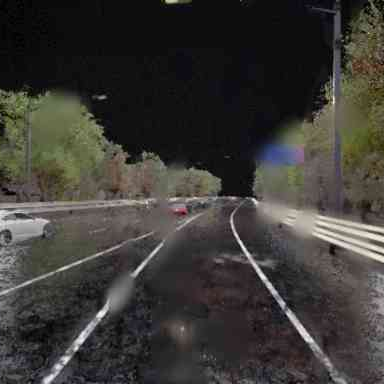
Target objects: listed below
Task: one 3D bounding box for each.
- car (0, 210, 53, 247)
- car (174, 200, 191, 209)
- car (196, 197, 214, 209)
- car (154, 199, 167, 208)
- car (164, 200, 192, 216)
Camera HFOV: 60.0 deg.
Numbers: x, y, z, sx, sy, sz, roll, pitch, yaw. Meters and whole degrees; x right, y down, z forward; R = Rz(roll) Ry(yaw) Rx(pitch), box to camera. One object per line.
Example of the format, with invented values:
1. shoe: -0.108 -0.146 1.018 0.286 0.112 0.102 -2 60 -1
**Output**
1. car: -8.266 1.537 15.023 1.812 1.442 4.674 0 -1 10
2. car: -1.462 1.981 54.929 1.994 1.385 4.181 0 -1 10
3. car: 1.962 1.780 54.224 2.097 1.767 4.553 0 -1 10
4. car: -4.902 1.911 55.580 1.837 1.490 4.892 0 -1 10
5. car: -1.204 1.804 35.651 1.994 1.385 4.181 0 -1 10
